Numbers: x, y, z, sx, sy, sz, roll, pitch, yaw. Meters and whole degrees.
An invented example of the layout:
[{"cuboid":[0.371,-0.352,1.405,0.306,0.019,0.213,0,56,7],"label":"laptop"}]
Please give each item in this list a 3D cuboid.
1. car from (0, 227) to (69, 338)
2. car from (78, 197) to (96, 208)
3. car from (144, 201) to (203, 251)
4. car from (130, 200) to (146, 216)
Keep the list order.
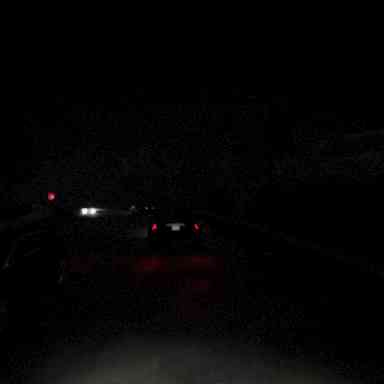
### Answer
[{"cuboid":[-3.856,1.489,6.343,2.128,1.511,4.902,0,0,-3],"label":"car"},{"cuboid":[-14.736,1.476,46.496,2.128,1.511,4.902,0,0,-27],"label":"car"},{"cuboid":[-0.843,1.347,14.341,2.097,1.767,4.553,0,0,-7],"label":"car"},{"cuboid":[-4.922,1.537,32.869,2.033,1.411,5.357,0,0,-18],"label":"car"}]
